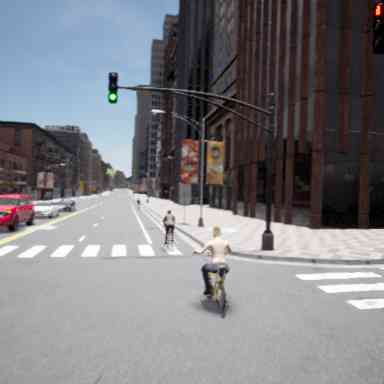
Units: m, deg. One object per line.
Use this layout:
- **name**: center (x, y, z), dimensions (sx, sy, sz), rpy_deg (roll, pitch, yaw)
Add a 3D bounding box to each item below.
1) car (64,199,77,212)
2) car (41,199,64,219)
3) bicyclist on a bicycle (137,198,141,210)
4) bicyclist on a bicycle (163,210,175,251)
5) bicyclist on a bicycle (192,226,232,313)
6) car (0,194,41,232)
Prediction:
- **car**: center (-15.036, 1.557, 39.748), dimensions (2.128, 1.511, 4.902), rpy_deg (2, -1, -11)
- **car**: center (-13.042, 1.529, 29.573), dimensions (1.812, 1.442, 4.674), rpy_deg (2, -1, -11)
- **bicyclist on a bicycle**: center (-7.735, 1.713, 48.193), dimensions (0.659, 1.776, 1.843), rpy_deg (2, 0, -11)
- **bicyclist on a bicycle**: center (-0.946, 1.587, 13.894), dimensions (0.582, 1.620, 1.656), rpy_deg (2, -1, -11)
- **bicyclist on a bicycle**: center (0.469, 1.501, 6.833), dimensions (0.866, 1.612, 1.509), rpy_deg (1, 0, -11)
- **car**: center (-11.173, 1.166, 20.093), dimensions (2.150, 2.045, 5.566), rpy_deg (2, -1, -11)
